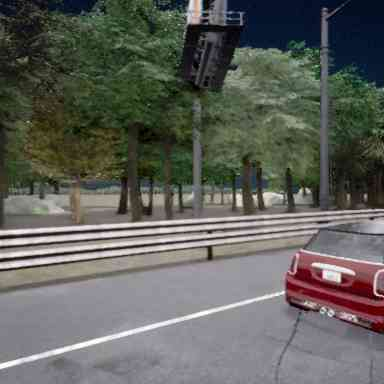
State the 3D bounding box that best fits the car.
[{"bbox_3d":[3.957,1.348,6.452,4.553,1.767,2.097,0,0,-34],"label":"car"}]
